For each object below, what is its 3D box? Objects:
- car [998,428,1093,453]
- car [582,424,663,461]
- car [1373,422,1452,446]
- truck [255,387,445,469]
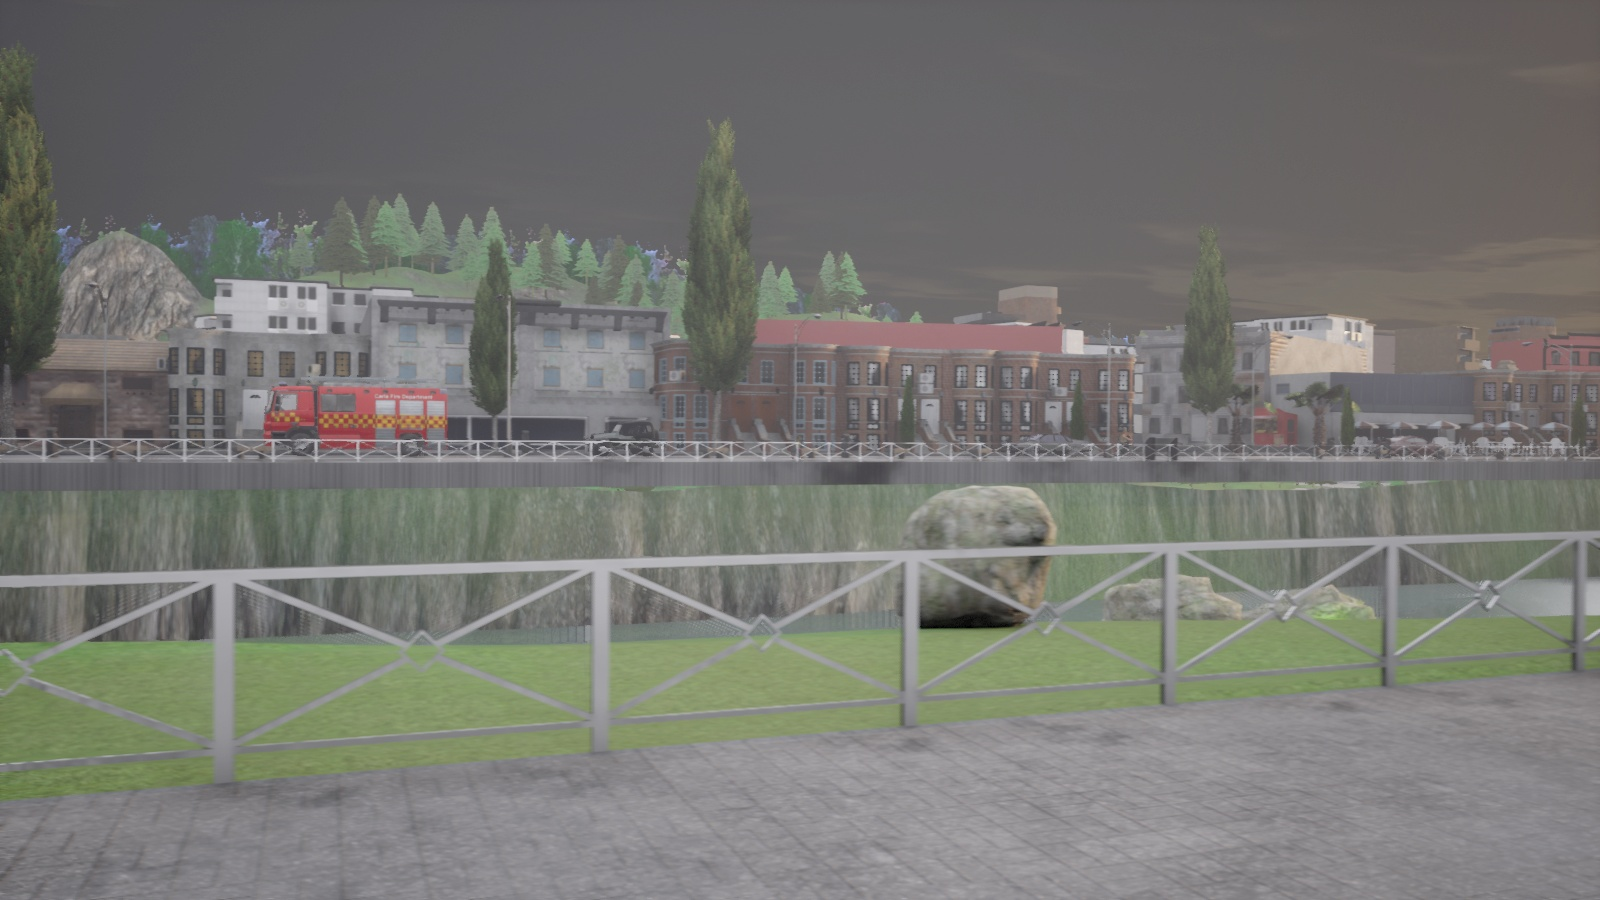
[{"bbox_3d":[14.718,-0.603,75.285,5.357,1.411,2.033,-1,1,-21],"label":"car"},{"bbox_3d":[-9.356,-0.405,66.153,3.866,1.878,1.905,-1,1,-21],"label":"car"},{"bbox_3d":[39.124,-1.008,80.263,4.674,1.442,1.812,-1,1,-21],"label":"car"},{"bbox_3d":[-21.918,-1.131,61.378,8.468,3.827,2.891,-1,1,-21],"label":"truck"}]
